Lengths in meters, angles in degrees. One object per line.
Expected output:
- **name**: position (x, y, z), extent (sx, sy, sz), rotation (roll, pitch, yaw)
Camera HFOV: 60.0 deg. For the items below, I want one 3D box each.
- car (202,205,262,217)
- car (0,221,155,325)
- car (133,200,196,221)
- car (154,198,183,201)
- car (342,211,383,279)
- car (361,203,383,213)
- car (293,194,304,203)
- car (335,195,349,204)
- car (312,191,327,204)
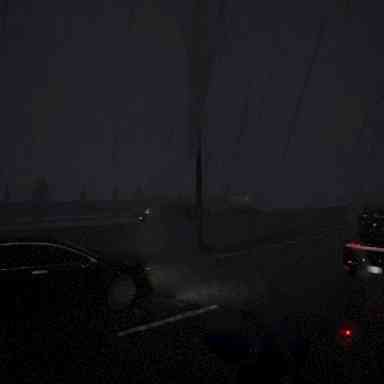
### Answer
- **car**: position (2.778, 1.498, 20.595), extent (1.994, 1.385, 4.181), rotation (0, 0, 44)
- **car**: position (-3.012, 1.515, 6.088), extent (4.892, 1.490, 1.837), rotation (0, 0, -36)
- **car**: position (-0.875, 1.506, 21.802), extent (5.357, 1.411, 2.033), rotation (-1, 0, -44)
- **car**: position (-2.287, 1.313, 25.401), extent (2.097, 1.767, 4.553), rotation (0, 0, 44)
- **car**: position (5.735, 1.431, 8.728), extent (4.902, 1.511, 2.128), rotation (-1, 0, -41)
- **car**: position (10.802, 1.384, 18.596), extent (1.837, 1.490, 4.892), rotation (0, 0, 43)
- **car**: position (19.394, 1.224, 60.697), extent (1.837, 1.490, 4.892), rotation (0, 0, 19)
- **car**: position (25.092, 1.180, 55.864), extent (2.128, 1.511, 4.902), rotation (0, 0, 20)
- **car**: position (21.661, 0.933, 56.621), extent (2.150, 2.045, 5.566), rotation (0, 0, 21)
